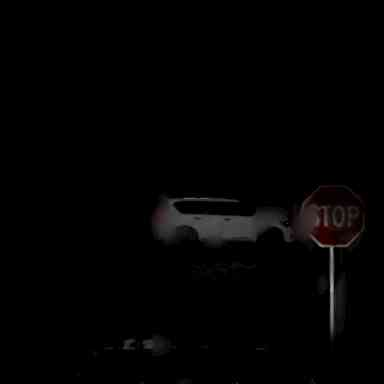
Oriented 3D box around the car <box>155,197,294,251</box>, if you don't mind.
[{"bbox_3d":[1.262,1.253,13.713,5.566,2.045,2.150,0,0,0],"label":"car"}]
